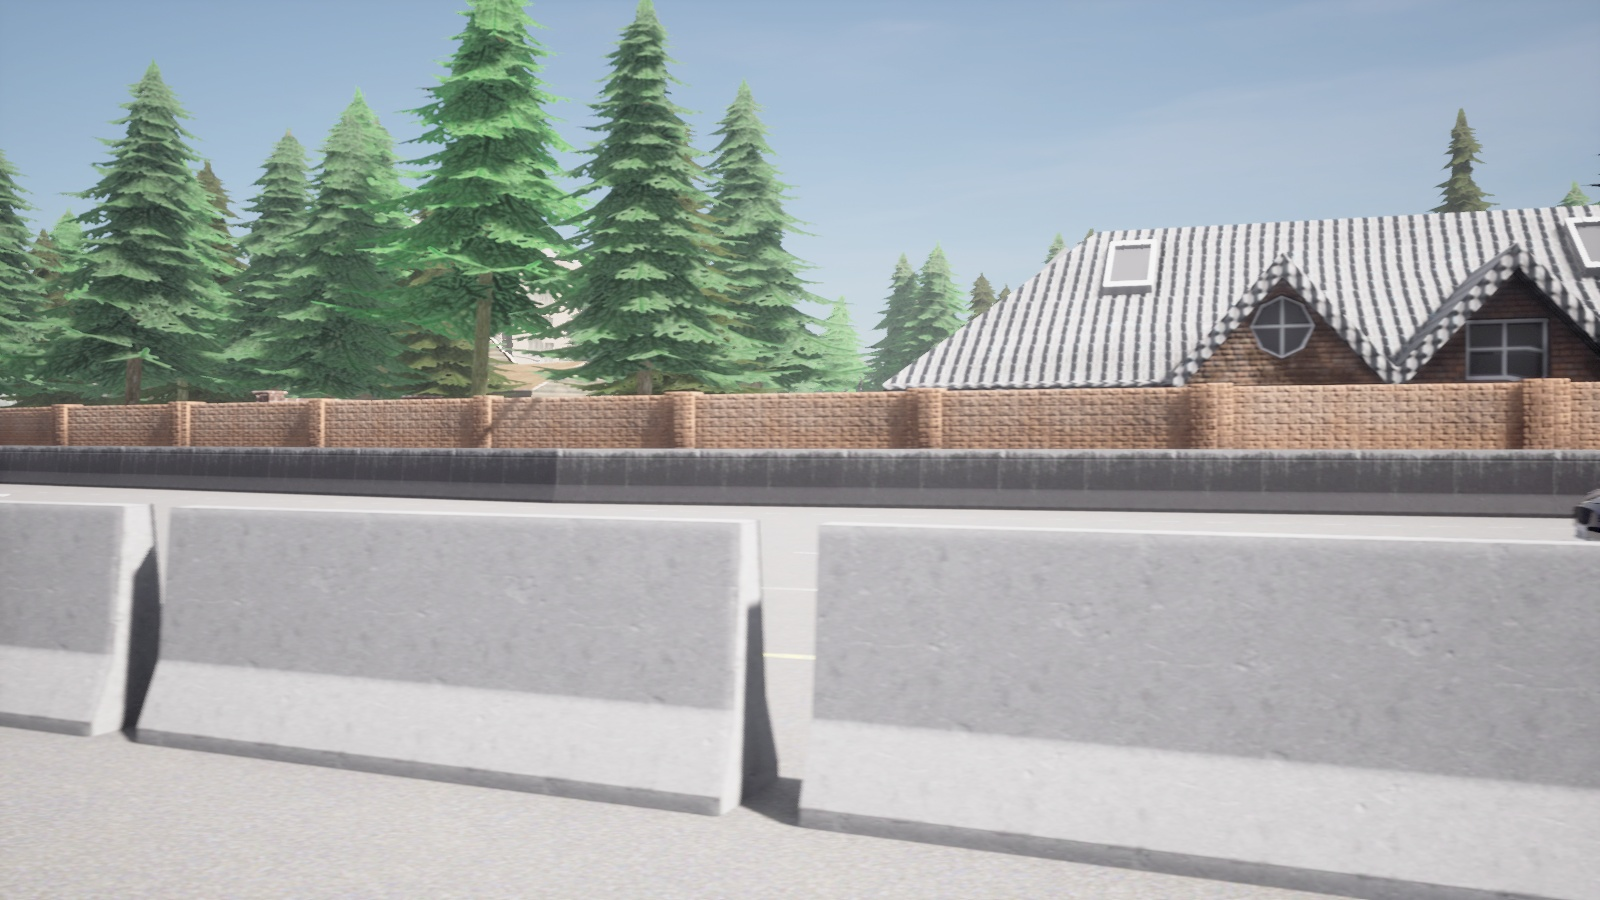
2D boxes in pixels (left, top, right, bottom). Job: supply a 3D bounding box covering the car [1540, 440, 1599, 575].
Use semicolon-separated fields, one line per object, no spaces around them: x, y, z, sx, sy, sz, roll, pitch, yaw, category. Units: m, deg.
11.433;0.647;14.275;4.792;1.488;2.163;0;1;16;car
